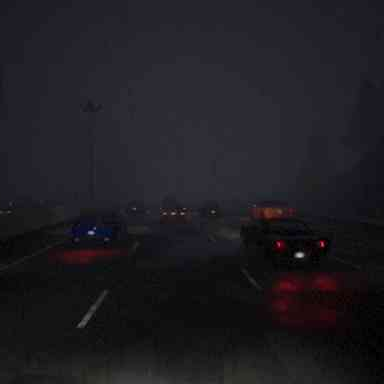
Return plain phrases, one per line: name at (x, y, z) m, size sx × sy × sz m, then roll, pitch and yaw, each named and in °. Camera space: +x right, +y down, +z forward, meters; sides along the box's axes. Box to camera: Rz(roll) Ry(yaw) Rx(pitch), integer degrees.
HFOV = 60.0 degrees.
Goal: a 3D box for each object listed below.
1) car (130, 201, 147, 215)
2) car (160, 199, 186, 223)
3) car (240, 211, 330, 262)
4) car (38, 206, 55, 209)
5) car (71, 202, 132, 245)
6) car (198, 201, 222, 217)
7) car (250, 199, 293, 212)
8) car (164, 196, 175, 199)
car at (-5.675, 1.556, 33.833) m, size 1.994 × 1.385 × 4.181 m, roll 0°, pitch 0°, yaw -5°
car at (-1.456, 1.537, 25.386) m, size 2.033 × 1.411 × 5.357 m, roll 0°, pitch 0°, yaw -5°
car at (3.076, 1.590, 12.149) m, size 1.895 × 1.301 × 4.718 m, roll 0°, pitch 0°, yaw -4°
car at (-16.906, 1.606, 39.851) m, size 1.895 × 1.301 × 4.718 m, roll 0°, pitch 0°, yaw -5°
car at (-4.206, 1.476, 15.738) m, size 1.882 × 1.535 × 5.008 m, roll 0°, pitch 0°, yaw -4°
car at (1.618, 1.508, 30.617) m, size 1.812 × 1.442 × 4.674 m, roll 0°, pitch 0°, yaw -5°
car at (5.659, 1.332, 24.153) m, size 2.097 × 1.767 × 4.553 m, roll 0°, pitch 0°, yaw -5°
car at (-2.851, 1.337, 42.062) m, size 2.097 × 1.767 × 4.553 m, roll 0°, pitch 0°, yaw -5°
